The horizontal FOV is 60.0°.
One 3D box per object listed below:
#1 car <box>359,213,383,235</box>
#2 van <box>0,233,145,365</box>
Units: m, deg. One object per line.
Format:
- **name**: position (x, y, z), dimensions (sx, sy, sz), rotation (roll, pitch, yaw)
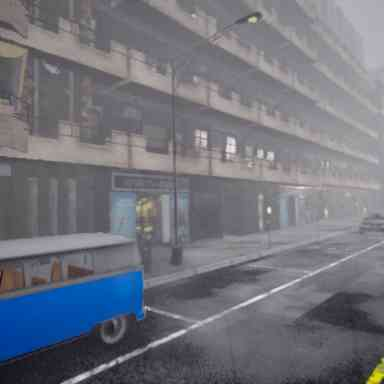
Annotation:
- **car**: position (12.142, 2.004, 21.469), dimensions (1.802, 1.307, 4.206), rotation (-3, -2, 42)
- **van**: position (-2.593, 1.624, 5.012), dimensions (1.690, 1.788, 3.998), rotation (-2, -2, 42)
